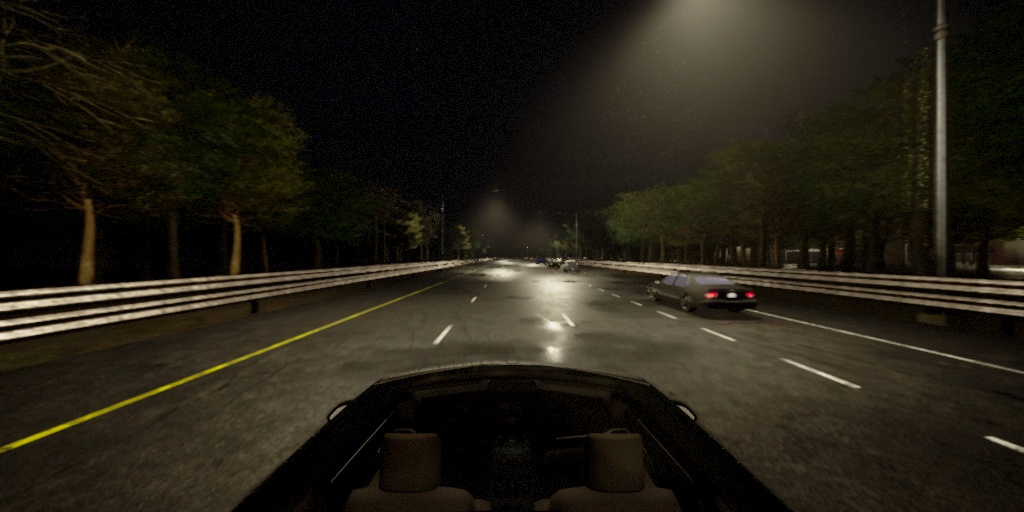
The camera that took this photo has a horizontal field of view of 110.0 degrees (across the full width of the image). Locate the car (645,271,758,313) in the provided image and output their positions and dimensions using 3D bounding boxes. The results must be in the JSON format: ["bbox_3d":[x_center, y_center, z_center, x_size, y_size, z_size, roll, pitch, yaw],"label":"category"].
[{"bbox_3d":[6.998,1.302,13.927,2.033,1.411,5.357,0,0,0],"label":"car"}]

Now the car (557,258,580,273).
[{"bbox_3d":[7.028,1.314,43.786,1.812,1.442,4.674,0,0,0],"label":"car"}]

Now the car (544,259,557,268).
[{"bbox_3d":[7.085,1.410,60.880,1.895,1.301,4.718,0,0,0],"label":"car"}]
